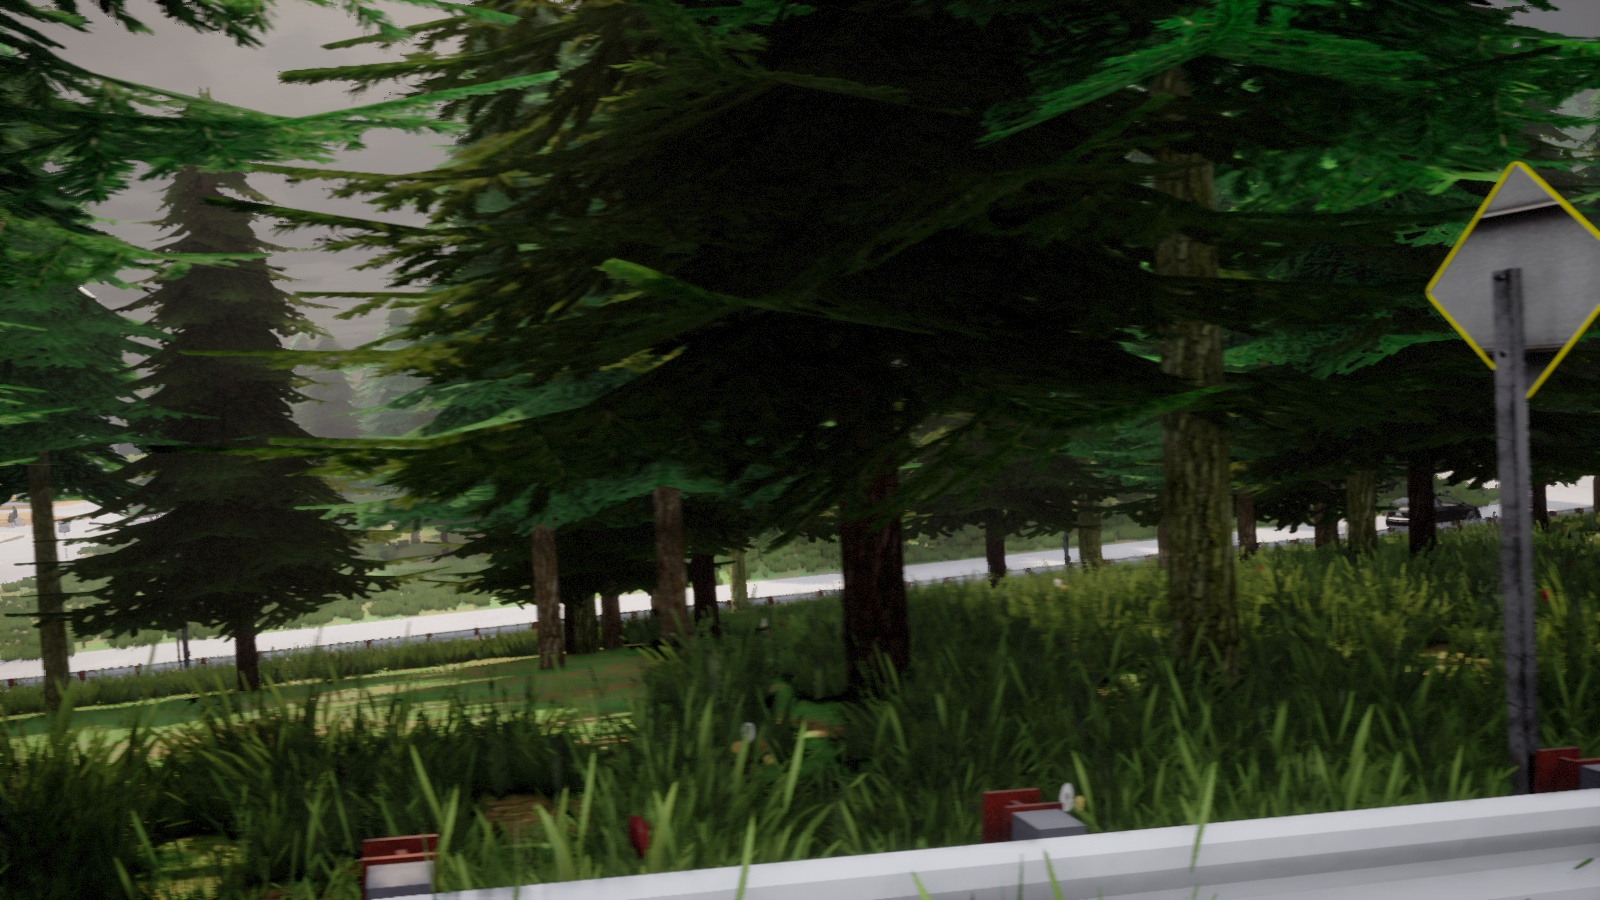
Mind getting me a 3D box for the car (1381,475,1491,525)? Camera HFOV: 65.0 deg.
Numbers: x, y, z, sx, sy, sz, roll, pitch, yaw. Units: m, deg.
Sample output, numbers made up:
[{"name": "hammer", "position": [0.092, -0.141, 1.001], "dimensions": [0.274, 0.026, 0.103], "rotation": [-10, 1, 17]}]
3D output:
[{"name": "car", "position": [25.704, 1.980, 50.797], "dimensions": [3.705, 1.549, 1.789], "rotation": [-6, 3, -17]}]
